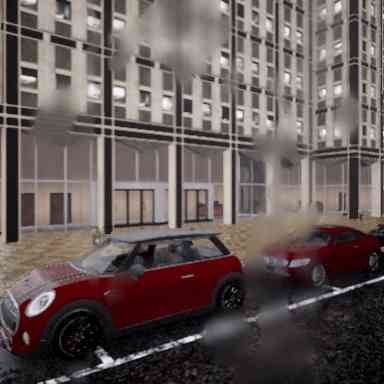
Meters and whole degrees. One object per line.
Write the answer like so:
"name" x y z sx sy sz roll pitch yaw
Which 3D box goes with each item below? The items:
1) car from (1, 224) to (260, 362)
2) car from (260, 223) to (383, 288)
"car" -1.014 1.437 5.836 4.097 1.590 1.967 0 0 -35
"car" 3.584 1.571 9.116 4.206 1.307 1.802 0 0 -35
